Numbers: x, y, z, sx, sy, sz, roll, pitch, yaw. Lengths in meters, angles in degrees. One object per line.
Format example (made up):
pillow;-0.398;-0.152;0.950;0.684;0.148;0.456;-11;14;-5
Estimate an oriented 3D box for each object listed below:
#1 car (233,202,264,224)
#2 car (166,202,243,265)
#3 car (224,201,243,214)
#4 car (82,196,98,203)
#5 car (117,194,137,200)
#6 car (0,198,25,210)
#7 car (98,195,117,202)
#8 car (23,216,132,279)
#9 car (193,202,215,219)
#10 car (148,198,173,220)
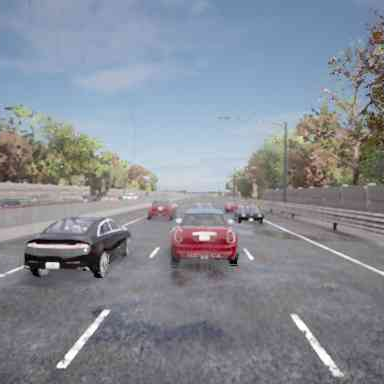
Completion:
car;4.380;1.738;26.294;1.895;1.301;4.718;1;0;2
car;0.446;1.394;12.049;2.097;1.767;4.553;1;0;2
car;4.787;1.786;38.982;1.895;1.301;4.718;1;0;2
car;-19.012;1.481;62.468;2.128;1.511;4.902;1;0;2
car;-11.970;1.318;63.354;2.150;2.045;5.566;1;0;2
car;-13.404;1.245;22.739;2.097;1.767;4.553;1;0;2
car;-15.499;1.384;62.829;2.097;1.767;4.553;1;0;2
car;-3.124;1.481;10.055;2.128;1.511;4.902;1;0;2
car;1.081;1.710;31.249;1.895;1.301;4.718;1;0;2
car;-2.494;1.407;29.041;2.097;1.767;4.553;1;0;2
